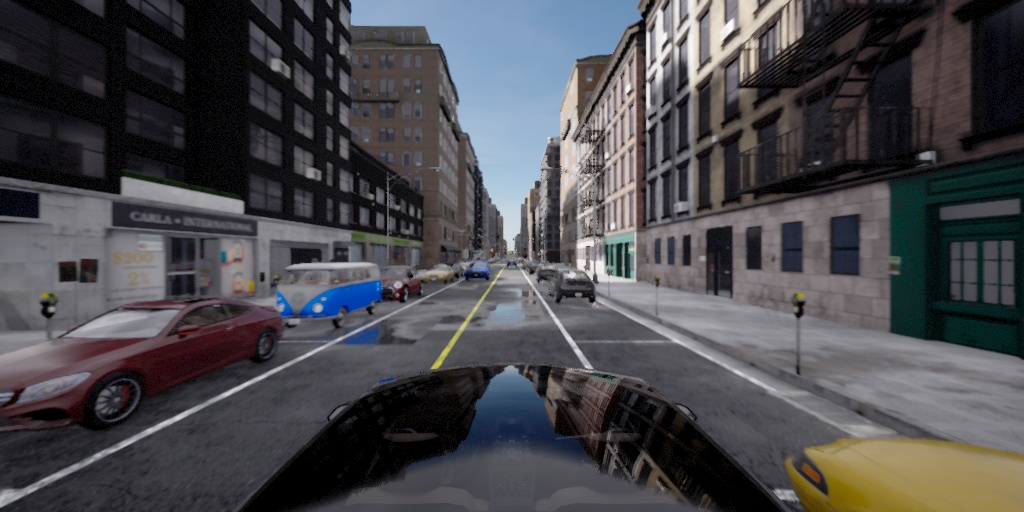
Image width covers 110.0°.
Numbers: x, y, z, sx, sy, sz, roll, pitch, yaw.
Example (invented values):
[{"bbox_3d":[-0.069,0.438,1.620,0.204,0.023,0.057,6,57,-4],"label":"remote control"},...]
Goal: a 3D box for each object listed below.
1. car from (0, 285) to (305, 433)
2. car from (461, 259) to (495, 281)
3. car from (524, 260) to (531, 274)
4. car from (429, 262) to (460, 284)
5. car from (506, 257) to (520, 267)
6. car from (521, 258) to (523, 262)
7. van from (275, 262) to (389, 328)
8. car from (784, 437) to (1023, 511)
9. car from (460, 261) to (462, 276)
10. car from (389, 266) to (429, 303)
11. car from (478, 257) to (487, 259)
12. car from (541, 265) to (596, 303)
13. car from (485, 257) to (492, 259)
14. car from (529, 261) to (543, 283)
[{"bbox_3d":[-5.387,1.332,5.575,1.802,1.307,4.207,0,0,0],"label":"car"},{"bbox_3d":[-2.770,1.226,30.262,1.882,1.535,5.008,0,0,0],"label":"car"},{"bbox_3d":[2.632,1.314,38.043,1.948,1.339,4.313,0,0,0],"label":"car"},{"bbox_3d":[-5.391,1.274,27.056,1.751,1.417,4.829,0,0,0],"label":"car"},{"bbox_3d":[-0.010,1.260,63.971,1.812,1.442,4.674,0,0,0],"label":"car"},{"bbox_3d":[2.629,1.266,54.452,1.751,1.417,4.829,0,0,0],"label":"car"},{"bbox_3d":[-5.388,1.091,10.988,1.690,1.789,3.998,0,0,0],"label":"van"},{"bbox_3d":[2.639,1.275,0.324,1.751,1.417,4.829,0,0,0],"label":"car"},{"bbox_3d":[-5.392,1.314,32.638,1.948,1.339,4.313,0,0,0],"label":"car"},{"bbox_3d":[-5.389,1.189,16.400,1.967,1.591,4.097,0,0,0],"label":"car"},{"bbox_3d":[-5.396,1.291,54.290,2.007,1.370,4.403,0,0,0],"label":"car"},{"bbox_3d":[2.636,1.300,16.393,2.007,1.370,4.403,0,0,0],"label":"car"},{"bbox_3d":[-5.398,1.047,65.115,2.192,1.841,5.009,0,0,0],"label":"car"},{"bbox_3d":[2.634,1.299,27.218,2.007,1.370,4.403,0,0,0],"label":"car"}]
